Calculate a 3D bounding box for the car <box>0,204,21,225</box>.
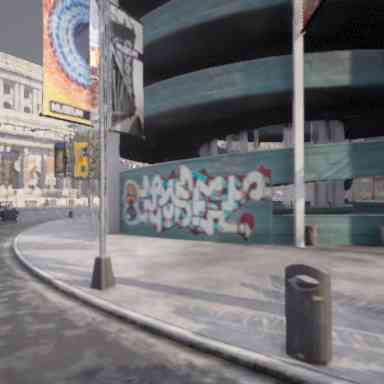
[{"bbox_3d":[-14.808,1.678,25.337,1.837,1.490,4.892,-1,0,-6],"label":"car"}]
